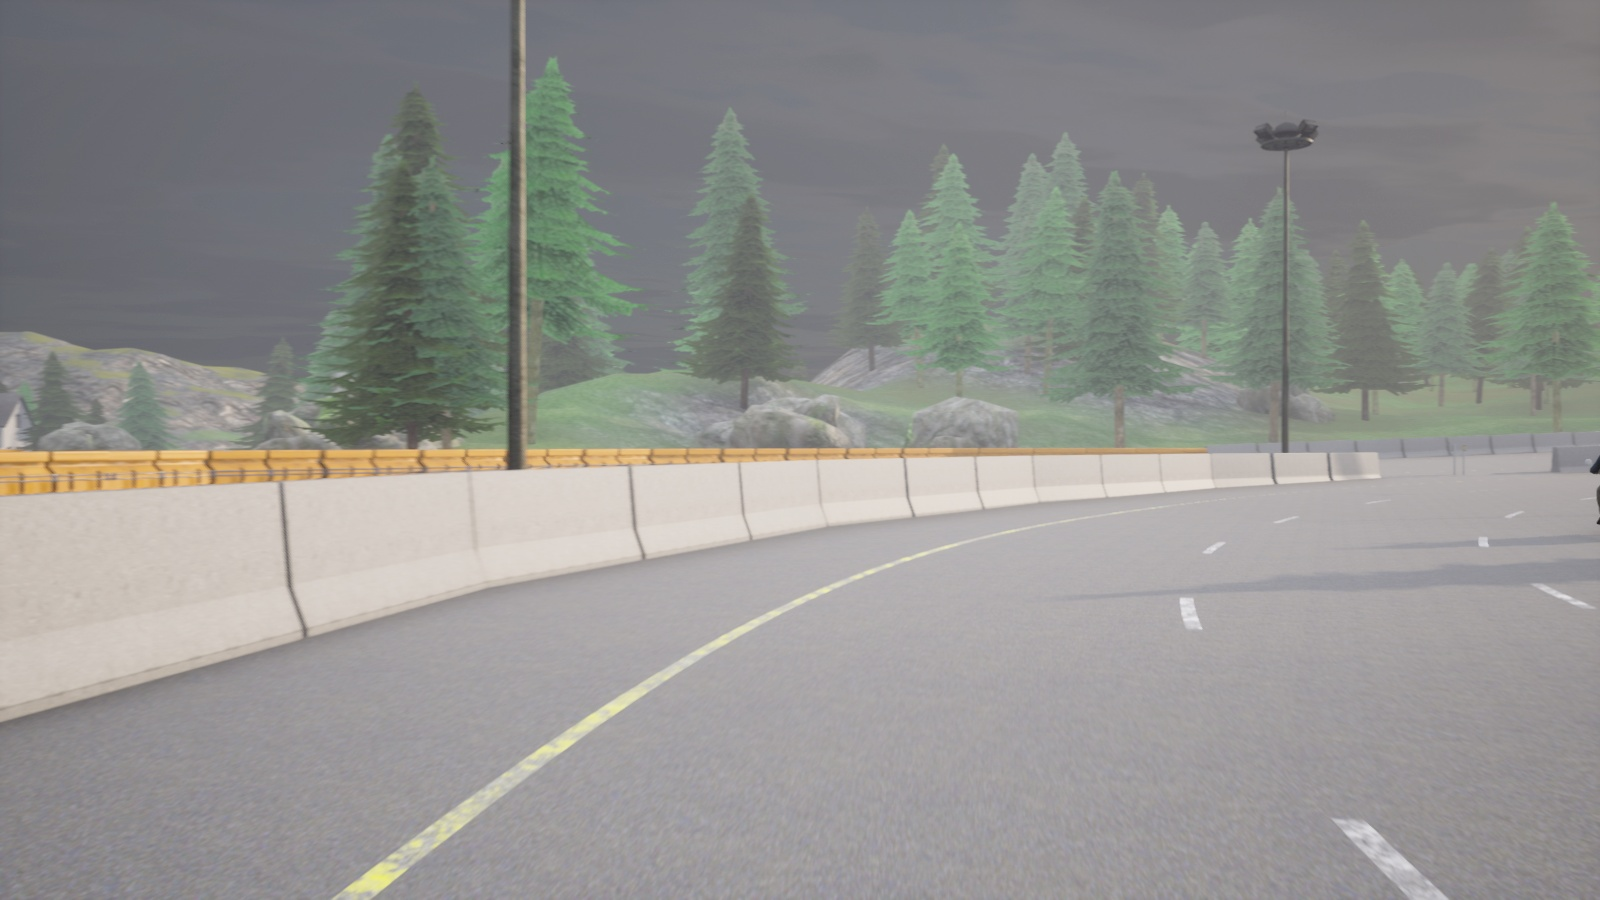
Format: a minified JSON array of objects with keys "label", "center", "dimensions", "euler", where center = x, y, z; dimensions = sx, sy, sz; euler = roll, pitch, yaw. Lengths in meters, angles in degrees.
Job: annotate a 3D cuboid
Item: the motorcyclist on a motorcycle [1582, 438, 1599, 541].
[{"label":"motorcyclist on a motorcycle","center":[13.069,0.619,20.110],"dimensions":[0.866,1.590,1.817],"euler":[1,1,30]}]
